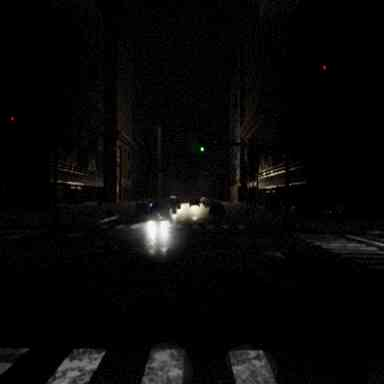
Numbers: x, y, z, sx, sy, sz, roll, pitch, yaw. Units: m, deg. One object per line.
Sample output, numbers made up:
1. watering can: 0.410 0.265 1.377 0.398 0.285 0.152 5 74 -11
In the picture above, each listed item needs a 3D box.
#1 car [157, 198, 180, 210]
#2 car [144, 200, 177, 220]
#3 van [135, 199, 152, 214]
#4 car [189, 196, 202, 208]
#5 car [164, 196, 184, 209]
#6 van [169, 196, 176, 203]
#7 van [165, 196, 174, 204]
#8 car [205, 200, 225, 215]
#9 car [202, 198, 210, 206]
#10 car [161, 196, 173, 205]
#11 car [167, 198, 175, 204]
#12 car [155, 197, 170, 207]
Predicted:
1. car: -2.845 1.837 41.297 1.882 1.535 5.008 0 0 0
2. car: -2.911 1.773 31.858 2.128 1.511 4.902 0 0 1
3. van: -5.624 1.685 39.380 1.690 1.788 3.998 0 0 0
4. car: 0.472 2.010 60.040 1.837 1.490 4.892 0 0 1
5. car: -2.757 1.789 51.042 2.097 1.767 4.553 0 0 1
6. van: -5.272 2.051 90.216 1.690 1.788 3.998 0 0 0
7. van: -5.350 1.976 78.920 1.690 1.788 3.998 0 0 0
8. car: 2.900 1.910 39.321 1.947 1.339 4.313 0 0 0
9. car: 3.017 2.059 56.267 1.802 1.307 4.206 0 0 0
10. car: -5.389 1.912 73.272 2.192 1.841 5.009 0 0 0
11. car: -5.312 2.217 84.567 1.887 1.381 4.507 0 0 0
12. car: -5.467 1.833 61.975 2.192 1.841 5.009 0 0 0
